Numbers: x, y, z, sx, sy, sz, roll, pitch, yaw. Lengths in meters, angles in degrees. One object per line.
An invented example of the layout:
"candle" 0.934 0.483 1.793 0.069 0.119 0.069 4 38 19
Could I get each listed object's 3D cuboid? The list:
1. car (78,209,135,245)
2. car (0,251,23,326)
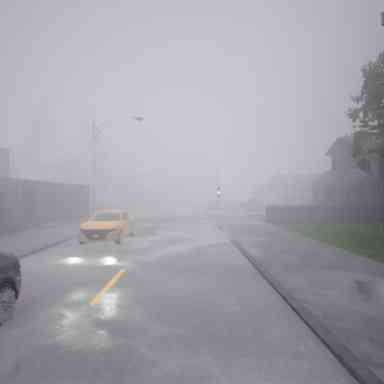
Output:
"car" -4.168 1.657 16.845 1.882 1.535 5.008 0 -1 0
"car" -4.123 1.542 4.366 2.128 1.511 4.902 0 -1 0
